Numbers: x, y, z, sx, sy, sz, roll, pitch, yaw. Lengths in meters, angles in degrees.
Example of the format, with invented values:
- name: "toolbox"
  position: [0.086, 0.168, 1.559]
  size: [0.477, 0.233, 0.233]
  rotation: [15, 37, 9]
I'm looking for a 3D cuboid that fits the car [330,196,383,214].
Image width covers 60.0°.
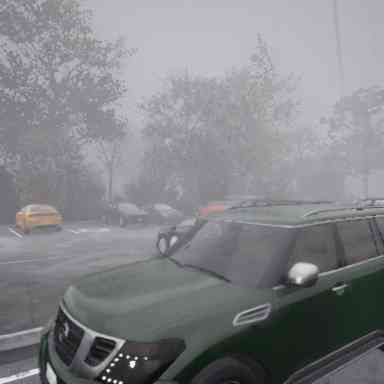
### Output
- name: "car"
  position: [20.240, 1.484, 40.898]
  size: [2.435, 2.045, 5.566]
  rotation: [1, 0, -36]

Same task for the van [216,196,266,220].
- name: "van"
  position: [4.289, 1.331, 29.687]
  size: [1.878, 1.987, 4.442]
  rotation: [1, 0, -35]

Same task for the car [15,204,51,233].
- name: "car"
  position: [-9.249, 1.465, 19.899]
  size: [2.097, 1.535, 5.008]
  rotation: [0, 0, -35]

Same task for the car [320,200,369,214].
- name: "car"
  position: [17.941, 1.738, 39.325]
  size: [2.163, 1.488, 4.792]
  rotation: [1, 0, -36]

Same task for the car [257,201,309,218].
- name: "car"
  position: [8.892, 1.647, 32.825]
  size: [2.002, 1.452, 4.674]
  rotation: [1, 0, -36]

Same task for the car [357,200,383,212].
- name: "car"
  position: [24.656, 1.833, 44.084]
  size: [2.002, 1.452, 4.674]
  rotation: [1, 0, -36]

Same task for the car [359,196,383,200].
- name: "car"
  position: [9.699, 1.283, 17.373]
  size: [2.435, 2.045, 5.566]
  rotation: [1, 0, -35]

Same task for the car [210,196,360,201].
- name: "car"
  position: [2.848, 1.232, 12.495]
  size: [2.435, 2.045, 5.566]
  rotation: [0, 0, -35]

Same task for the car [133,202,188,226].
- name: "car"
  position: [-2.446, 1.537, 24.749]
  size: [2.002, 1.452, 4.674]
  rotation: [0, 0, -35]

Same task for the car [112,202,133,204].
- name: "car"
  position: [-4.718, 1.482, 23.136]
  size: [2.097, 1.535, 5.008]
  rotation: [0, 0, -35]

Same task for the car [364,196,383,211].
- name: "car"
  position: [27.039, 1.576, 45.754]
  size: [2.435, 2.045, 5.566]
  rotation: [1, -1, -36]

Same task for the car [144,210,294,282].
- name: "car"
  position: [0.585, 1.474, 10.843]
  size: [2.231, 1.521, 4.892]
  rotation: [0, 0, -35]

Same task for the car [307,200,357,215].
- name: "car"
  position: [15.708, 1.713, 37.659]
  size: [2.163, 1.488, 4.792]
  rotation: [1, 0, -36]

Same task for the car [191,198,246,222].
- name: "car"
  position: [2.110, 1.409, 27.953]
  size: [2.185, 1.767, 4.553]
  rotation: [1, 0, -35]

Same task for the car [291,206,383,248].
- name: "car"
  position: [7.426, 1.514, 15.726]
  size: [2.231, 1.521, 4.892]
  rotation: [1, 0, -35]

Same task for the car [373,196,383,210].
- name: "car"
  position: [29.205, 1.609, 47.302]
  size: [2.435, 2.045, 5.566]
  rotation: [1, -1, -36]

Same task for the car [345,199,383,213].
- name: "car"
  position: [22.493, 1.765, 42.535]
  size: [2.097, 1.535, 5.008]
  rotation: [1, 0, -36]

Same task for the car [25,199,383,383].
- name: "car"
  position: [1.057, 1.218, 4.436]
  size: [5.566, 2.045, 2.150]
  rotation: [0, 0, -35]
